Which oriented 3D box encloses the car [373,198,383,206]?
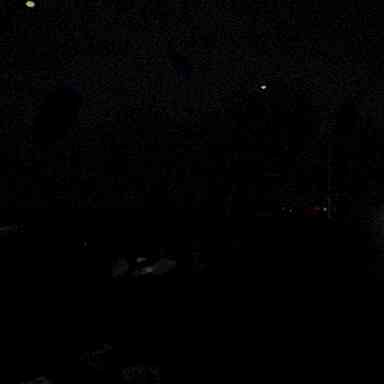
[{"bbox_3d":[29.101,1.491,50.844,1.895,1.301,4.718,0,0,37],"label":"car"}]

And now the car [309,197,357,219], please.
[{"bbox_3d":[11.787,1.378,27.613,2.033,1.411,5.357,0,0,37],"label":"car"}]

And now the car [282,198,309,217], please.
[{"bbox_3d":[9.636,1.338,29.657,1.837,1.490,4.892,0,0,37],"label":"car"}]

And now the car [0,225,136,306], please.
[{"bbox_3d":[-3.422,1.443,7.197,1.882,1.535,5.008,0,1,37],"label":"car"}]

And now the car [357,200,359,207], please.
[{"bbox_3d":[21.191,1.441,44.998,2.033,1.411,5.357,0,0,37],"label":"car"}]
